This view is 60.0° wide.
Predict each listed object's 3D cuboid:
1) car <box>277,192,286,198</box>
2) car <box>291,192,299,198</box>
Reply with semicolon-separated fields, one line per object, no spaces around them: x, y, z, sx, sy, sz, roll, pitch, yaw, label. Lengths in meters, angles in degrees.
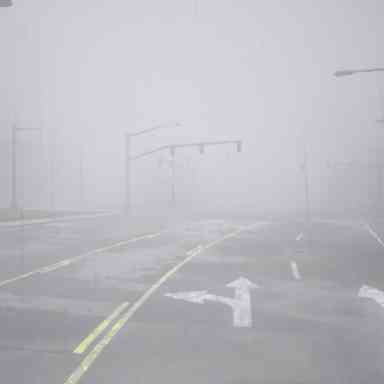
24.000;0.739;89.094;1.882;1.535;5.008;0;1;23;car
27.214;0.761;87.709;1.837;1.490;4.892;0;1;23;car
